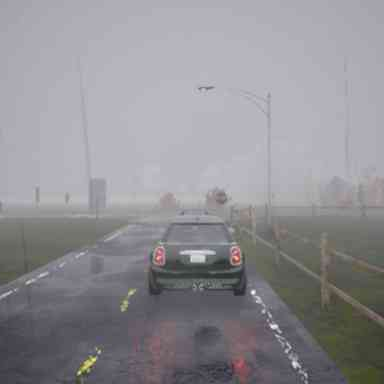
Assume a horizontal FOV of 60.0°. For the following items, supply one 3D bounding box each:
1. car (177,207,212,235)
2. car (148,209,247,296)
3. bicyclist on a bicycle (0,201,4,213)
[{"bbox_3d":[0.151,1.691,20.206,1.895,1.301,4.718,0,0,0],"label":"car"},{"bbox_3d":[0.121,1.392,8.909,2.097,1.767,4.553,0,0,0],"label":"car"},{"bbox_3d":[-22.410,1.683,38.790,0.582,1.620,1.656,0,0,1],"label":"bicyclist on a bicycle"}]
